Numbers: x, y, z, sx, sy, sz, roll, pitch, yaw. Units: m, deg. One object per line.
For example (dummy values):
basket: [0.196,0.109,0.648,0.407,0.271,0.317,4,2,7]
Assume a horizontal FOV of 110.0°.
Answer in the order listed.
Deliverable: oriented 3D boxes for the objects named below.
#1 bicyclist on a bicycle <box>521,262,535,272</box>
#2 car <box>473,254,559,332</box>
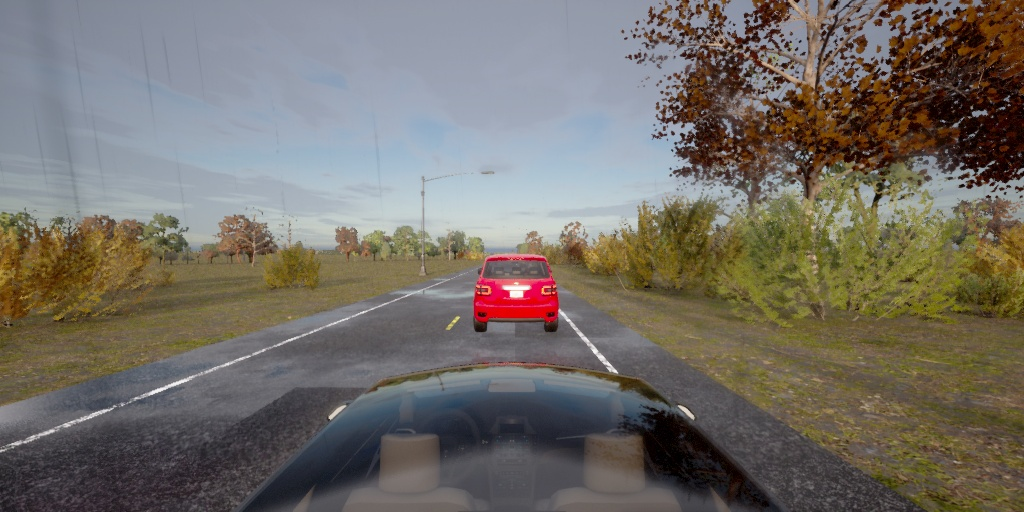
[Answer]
bicyclist on a bicycle: [0.945,1.114,18.658,0.659,1.776,1.843,0,0,0]
car: [0.093,0.968,10.952,2.150,2.045,5.566,0,0,0]
